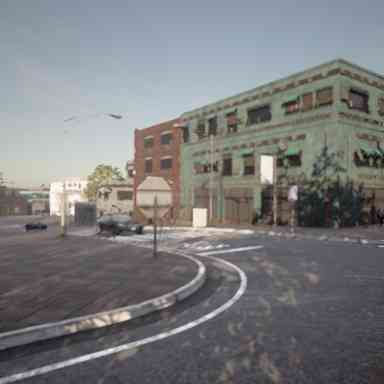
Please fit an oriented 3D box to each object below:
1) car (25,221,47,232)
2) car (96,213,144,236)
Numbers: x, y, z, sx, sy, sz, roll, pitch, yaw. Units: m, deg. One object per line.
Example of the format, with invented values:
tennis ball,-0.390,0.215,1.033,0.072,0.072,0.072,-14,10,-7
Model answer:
car,-19.937,4.356,42.551,1.895,1.301,4.718,1,-6,-36
car,-5.019,2.151,22.506,1.812,1.442,4.674,1,-4,-37
